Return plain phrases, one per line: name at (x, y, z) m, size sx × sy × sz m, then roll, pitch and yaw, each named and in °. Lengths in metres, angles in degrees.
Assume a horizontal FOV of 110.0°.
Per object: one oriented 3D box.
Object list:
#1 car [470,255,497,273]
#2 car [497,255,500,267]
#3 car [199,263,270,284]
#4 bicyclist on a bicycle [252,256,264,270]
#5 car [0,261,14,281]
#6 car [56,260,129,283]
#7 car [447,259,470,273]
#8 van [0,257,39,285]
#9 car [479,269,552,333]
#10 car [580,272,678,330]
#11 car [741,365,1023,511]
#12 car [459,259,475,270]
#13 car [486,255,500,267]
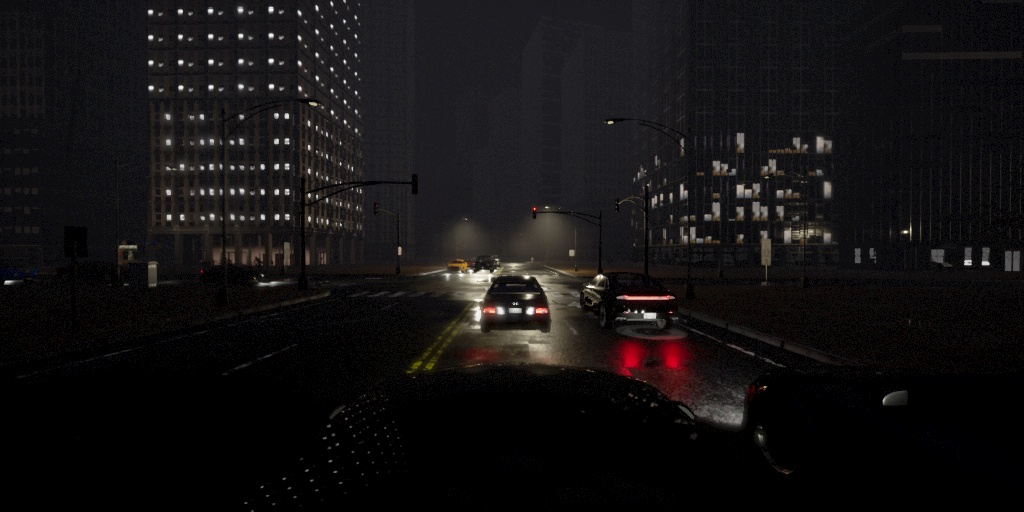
car at (-3.291, 0.937, 42.924) m, size 2.150 × 2.045 × 5.566 m, roll 0°, pitch 0°, yaw 0°
car at (-3.276, 1.048, 52.878) m, size 2.097 × 1.767 × 4.553 m, roll 0°, pitch 0°, yaw 0°
car at (-19.955, 1.227, 25.889) m, size 4.181 × 1.385 × 1.994 m, roll 0°, pitch 0°, yaw 1°
bicyclist on a bicycle at (-24.659, 0.867, 34.749) m, size 0.582 × 1.620 × 1.656 m, roll 0°, pitch 1°, yaw 1°
car at (-40.288, 1.092, 26.442) m, size 4.674 × 1.442 × 1.812 m, roll 0°, pitch 0°, yaw 2°
car at (-30.047, 1.093, 26.155) m, size 5.008 × 1.535 × 1.882 m, roll 0°, pitch 0°, yaw 2°
car at (-6.540, 1.193, 43.248) m, size 1.882 × 1.535 × 5.008 m, roll 0°, pitch 0°, yaw 0°
van at (-33.905, 0.959, 23.672) m, size 3.998 × 1.789 × 1.690 m, roll 0°, pitch 0°, yaw 2°
car at (0.111, 1.294, 10.713) m, size 2.033 × 1.411 × 5.357 m, roll 0°, pitch 0°, yaw 1°
car at (3.359, 1.238, 11.125) m, size 2.128 × 1.511 × 4.902 m, roll 0°, pitch 0°, yaw 0°
car at (3.354, 1.314, 1.969) m, size 1.994 × 1.385 × 4.181 m, roll 0°, pitch 0°, yaw 0°
car at (-6.526, 1.223, 52.660) m, size 1.812 × 1.442 × 4.674 m, roll 0°, pitch 0°, yaw 0°
car at (-3.253, 0.896, 63.106) m, size 2.150 × 2.045 × 5.566 m, roll 0°, pitch 0°, yaw 0°
